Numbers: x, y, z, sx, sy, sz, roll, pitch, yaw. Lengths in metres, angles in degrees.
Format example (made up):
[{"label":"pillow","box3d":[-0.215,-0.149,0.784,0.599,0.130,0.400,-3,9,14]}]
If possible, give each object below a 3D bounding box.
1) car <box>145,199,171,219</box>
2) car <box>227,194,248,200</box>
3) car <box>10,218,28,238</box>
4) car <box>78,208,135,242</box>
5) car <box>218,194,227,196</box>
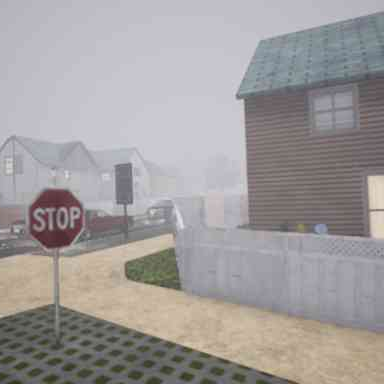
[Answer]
[{"label":"car","box3d":[-2.257,1.401,28.694,2.128,1.511,4.902,-3,-1,22]},{"label":"car","box3d":[6.232,1.148,43.782,1.837,1.490,4.892,-3,0,18]},{"label":"car","box3d":[-7.136,1.519,17.684,2.128,1.511,4.902,-3,-1,25]},{"label":"car","box3d":[-4.765,1.499,15.800,1.895,1.301,4.718,-3,-1,26]},{"label":"car","box3d":[4.440,1.098,47.566,2.097,1.767,4.553,-3,0,17]}]
